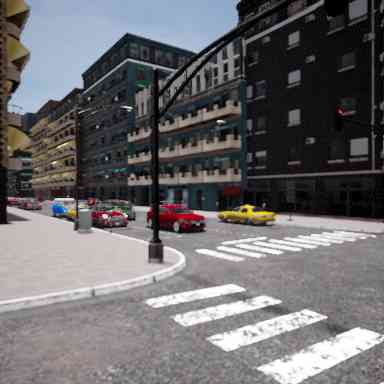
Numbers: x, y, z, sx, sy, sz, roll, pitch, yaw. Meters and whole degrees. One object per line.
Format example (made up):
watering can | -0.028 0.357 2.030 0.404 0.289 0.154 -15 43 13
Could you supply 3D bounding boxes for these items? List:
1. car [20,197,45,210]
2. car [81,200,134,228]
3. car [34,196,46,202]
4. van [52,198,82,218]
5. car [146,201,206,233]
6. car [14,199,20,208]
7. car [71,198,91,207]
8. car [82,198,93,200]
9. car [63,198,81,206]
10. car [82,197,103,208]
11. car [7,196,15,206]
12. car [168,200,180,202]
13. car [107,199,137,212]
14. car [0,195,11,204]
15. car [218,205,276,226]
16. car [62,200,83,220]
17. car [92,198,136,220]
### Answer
car | -22.163 1.683 46.268 1.967 1.590 4.097 -1 0 -35
car | -6.109 1.609 23.730 1.967 1.590 4.097 -1 0 -35
car | -37.810 1.837 82.684 1.887 1.381 4.507 -1 0 -35
van | -12.531 1.539 32.744 1.690 1.788 3.998 -1 0 -35
car | -1.108 1.612 21.183 1.882 1.535 5.008 -1 0 -36
car | -25.372 1.825 50.776 1.947 1.339 4.313 -1 0 -35
car | -18.546 1.753 55.637 1.947 1.339 4.313 -1 0 -35
car | -12.623 1.677 37.359 2.128 1.511 4.902 -1 0 -35
car | -21.757 1.755 60.145 2.008 1.369 4.403 -1 0 -35
car | -15.337 1.612 51.128 1.967 1.590 4.097 -1 0 -35
car | -31.793 1.837 59.791 1.887 1.381 4.507 -1 0 -35
car | -2.494 1.552 33.098 1.967 1.590 4.097 -1 0 -35
car | -8.914 1.692 42.114 2.008 1.369 4.403 -1 0 -35
car | -41.428 1.660 73.313 2.192 1.841 5.009 -1 0 -35
car | 3.830 1.609 24.222 1.752 1.417 4.829 -1 0 -35
car | -9.220 1.708 28.099 1.752 1.417 4.829 -1 0 -35
car | -6.621 1.510 28.913 2.097 1.767 4.553 -1 0 -35
